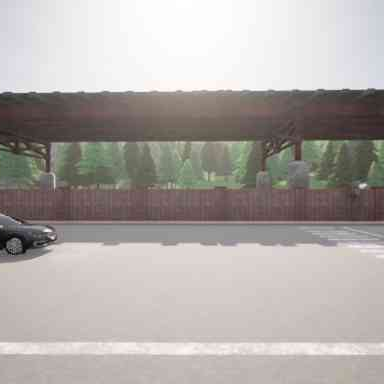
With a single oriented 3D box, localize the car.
[{"bbox_3d":[-7.647,1.503,12.530,4.892,1.490,1.837,0,0,1],"label":"car"}]
